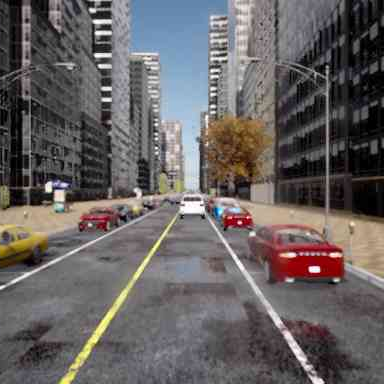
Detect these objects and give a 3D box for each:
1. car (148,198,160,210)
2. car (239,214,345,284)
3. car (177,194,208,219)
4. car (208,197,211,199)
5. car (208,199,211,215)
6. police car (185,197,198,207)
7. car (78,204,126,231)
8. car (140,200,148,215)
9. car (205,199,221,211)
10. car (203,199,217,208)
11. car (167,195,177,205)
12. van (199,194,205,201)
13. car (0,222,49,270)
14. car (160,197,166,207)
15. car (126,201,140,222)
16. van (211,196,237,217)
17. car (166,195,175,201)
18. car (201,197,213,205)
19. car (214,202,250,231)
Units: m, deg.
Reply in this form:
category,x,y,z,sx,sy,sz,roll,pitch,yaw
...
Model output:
category,x,y,z,sx,sy,sz,roll,pitch,yaw
car,-5.706,1.656,43.521,1.947,1.339,4.313,0,0,0
car,2.685,1.566,9.516,1.887,1.381,4.507,0,0,0
car,0.050,1.285,30.531,2.150,2.045,5.566,0,0,0
car,2.676,1.394,37.856,2.192,1.841,5.009,0,0,0
car,2.678,1.619,32.188,2.008,1.369,4.403,0,0,0
police car,-0.012,1.617,55.075,2.038,1.542,4.974,0,0,0
car,-5.699,1.589,20.850,1.887,1.381,4.507,0,0,0
car,-5.702,1.593,32.016,1.752,1.417,4.829,0,0,0
car,2.675,1.616,43.693,1.752,1.417,4.829,0,0,0
car,2.673,1.684,49.191,1.802,1.307,4.206,0,0,0
car,-3.047,1.673,62.053,2.033,1.411,5.357,0,0,1
van,2.660,1.515,88.869,1.690,1.788,3.998,0,0,0
car,-5.695,1.545,9.344,1.752,1.417,4.829,0,0,0
car,-5.709,1.694,54.858,1.802,1.307,4.206,0,0,0
car,-5.701,1.622,26.518,1.947,1.339,4.313,0,0,0
van,2.680,1.398,26.520,1.690,1.788,3.998,0,0,0
car,-5.720,1.614,88.867,1.967,1.590,4.097,0,0,0
car,2.669,1.689,60.528,1.947,1.339,4.313,0,0,0
car,2.681,1.589,20.852,1.887,1.381,4.507,0,0,0
